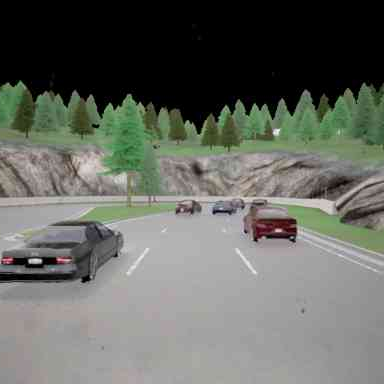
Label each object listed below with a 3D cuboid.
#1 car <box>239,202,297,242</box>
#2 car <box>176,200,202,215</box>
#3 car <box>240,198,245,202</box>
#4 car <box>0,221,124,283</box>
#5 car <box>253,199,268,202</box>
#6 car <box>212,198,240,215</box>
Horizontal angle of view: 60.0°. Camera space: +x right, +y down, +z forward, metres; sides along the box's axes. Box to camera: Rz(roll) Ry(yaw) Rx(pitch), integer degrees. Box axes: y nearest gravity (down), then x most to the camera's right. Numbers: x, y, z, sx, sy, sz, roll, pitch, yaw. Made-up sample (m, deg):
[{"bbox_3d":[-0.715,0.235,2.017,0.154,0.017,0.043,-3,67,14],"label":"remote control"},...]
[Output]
[{"bbox_3d":[3.710,1.477,16.431,1.882,1.535,5.008,0,0,2],"label":"car"},{"bbox_3d":[-0.317,1.526,34.056,1.812,1.442,4.674,0,0,15],"label":"car"},{"bbox_3d":[5.974,1.547,43.968,2.033,1.411,5.357,0,0,12],"label":"car"},{"bbox_3d":[-3.396,1.548,9.723,2.033,1.411,5.357,0,0,0],"label":"car"},{"bbox_3d":[7.274,1.504,35.251,1.837,1.490,4.892,0,0,16],"label":"car"},{"bbox_3d":[3.378,1.564,34.222,1.994,1.385,4.181,0,0,15],"label":"car"}]
